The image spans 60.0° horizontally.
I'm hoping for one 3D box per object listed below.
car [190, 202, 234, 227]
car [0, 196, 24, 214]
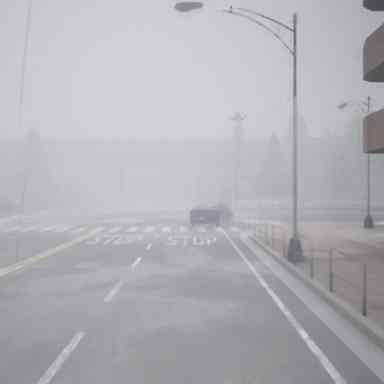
[{"bbox_3d":[1.442,1.419,22.622,1.882,1.535,5.008,-1,0,20],"label":"car"},{"bbox_3d":[-19.201,1.211,32.889,4.553,1.767,2.097,0,0,4],"label":"car"}]
